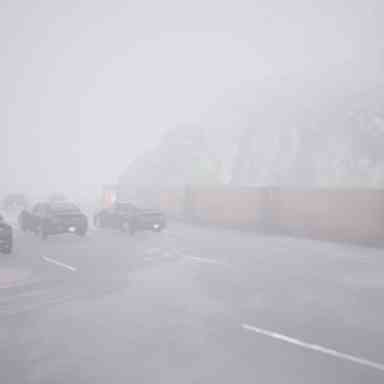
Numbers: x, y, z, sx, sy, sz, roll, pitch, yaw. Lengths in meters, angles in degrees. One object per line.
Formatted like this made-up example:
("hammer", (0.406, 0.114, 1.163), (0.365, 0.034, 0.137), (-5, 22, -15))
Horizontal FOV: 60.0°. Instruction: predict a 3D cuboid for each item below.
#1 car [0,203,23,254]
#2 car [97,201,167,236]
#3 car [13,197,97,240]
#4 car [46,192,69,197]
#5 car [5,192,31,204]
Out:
("car", (-7.560, 1.219, 11.244), (1.837, 1.490, 4.892), (0, 1, -43))
("car", (-3.238, 1.232, 16.850), (1.837, 1.490, 4.892), (0, 1, -42))
("car", (-6.437, 1.190, 15.237), (1.837, 1.490, 4.892), (0, 1, -41))
("car", (-13.994, 0.799, 34.592), (1.837, 1.490, 4.892), (0, 1, -22))
("car", (-16.609, 0.784, 31.748), (1.837, 1.490, 4.892), (0, 1, -23))
